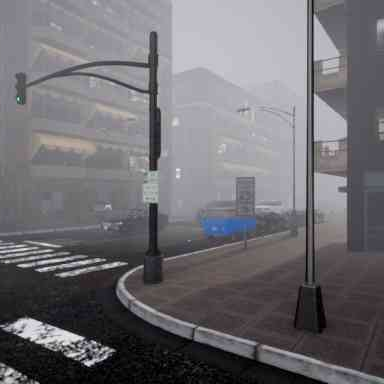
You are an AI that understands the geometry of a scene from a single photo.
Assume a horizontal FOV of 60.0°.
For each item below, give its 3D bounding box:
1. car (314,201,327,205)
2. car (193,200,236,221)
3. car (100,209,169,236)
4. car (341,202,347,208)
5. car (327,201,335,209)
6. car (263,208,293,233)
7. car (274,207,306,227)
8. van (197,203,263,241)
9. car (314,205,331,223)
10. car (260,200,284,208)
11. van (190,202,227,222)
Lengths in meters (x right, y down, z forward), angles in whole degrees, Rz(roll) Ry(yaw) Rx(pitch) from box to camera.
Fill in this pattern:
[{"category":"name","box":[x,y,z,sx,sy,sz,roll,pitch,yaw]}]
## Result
[{"category":"car","box":[24.155,2.890,64.301,1.802,1.307,4.206,-1,-2,35]},{"category":"car","box":[2.647,1.749,29.551,2.150,2.045,5.566,0,-1,37]},{"category":"car","box":[-3.490,1.815,20.939,2.128,1.511,4.902,0,-1,35]},{"category":"car","box":[40.111,3.376,86.737,1.752,1.417,4.829,-1,-2,35]},{"category":"car","box":[27.364,2.729,68.821,2.192,1.841,5.009,-1,-2,35]},{"category":"car","box":[5.304,2.035,23.393,1.947,1.339,4.313,-1,-2,35]},{"category":"car","box":[8.514,2.158,27.906,1.802,1.307,4.206,-1,-2,35]},{"category":"van","box":[2.230,1.704,18.786,1.690,1.788,3.998,-1,-2,35]},{"category":"car","box":[11.725,2.233,32.422,2.008,1.369,4.403,-1,-2,35]},{"category":"car","box":[8.843,1.955,38.253,2.150,2.045,5.566,0,-1,36]},{"category":"van","box":[1.681,1.903,32.708,1.690,1.788,3.998,-1,-2,35]}]
